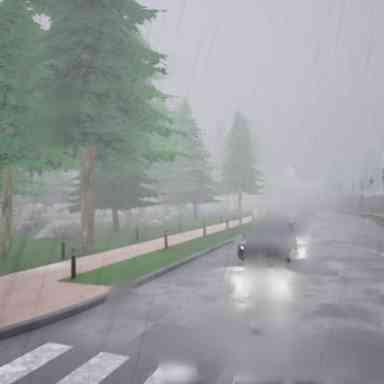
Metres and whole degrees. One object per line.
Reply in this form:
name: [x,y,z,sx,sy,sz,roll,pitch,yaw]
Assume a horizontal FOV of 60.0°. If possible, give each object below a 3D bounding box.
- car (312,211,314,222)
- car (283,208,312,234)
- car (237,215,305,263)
car: [11.425,2.331,34.262,1.994,1.385,4.181,-2,-2,20]
car: [7.116,2.062,23.309,1.812,1.442,4.674,-2,-2,22]
car: [3.340,1.884,13.821,2.033,1.411,5.357,-2,-2,22]
